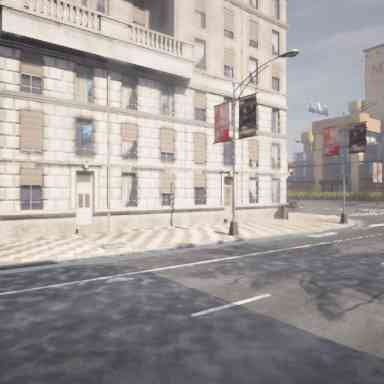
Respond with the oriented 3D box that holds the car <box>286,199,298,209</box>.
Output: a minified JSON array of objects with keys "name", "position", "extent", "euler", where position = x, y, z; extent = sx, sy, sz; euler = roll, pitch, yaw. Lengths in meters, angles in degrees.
[{"name":"car","position":[11.902,1.478,44.855],"extent":[1.882,1.535,5.008],"euler":[0,0,-36]}]
